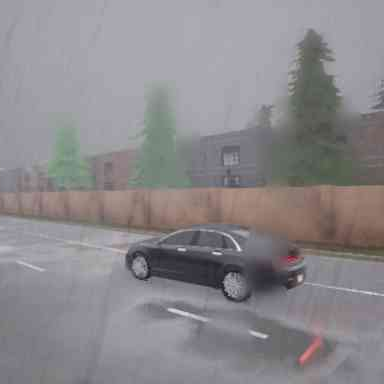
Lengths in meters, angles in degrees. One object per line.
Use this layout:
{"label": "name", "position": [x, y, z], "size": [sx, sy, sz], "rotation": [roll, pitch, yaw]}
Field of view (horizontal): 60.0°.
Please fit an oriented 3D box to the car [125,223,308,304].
{"label": "car", "position": [0.354, 1.558, 8.389], "size": [4.892, 1.490, 1.837], "rotation": [-1, 0, 39]}
